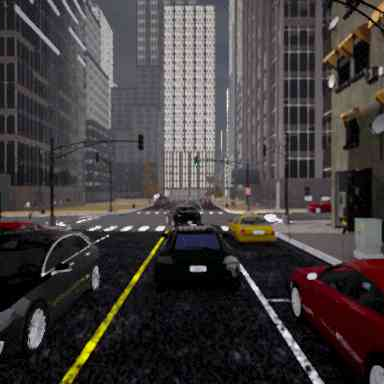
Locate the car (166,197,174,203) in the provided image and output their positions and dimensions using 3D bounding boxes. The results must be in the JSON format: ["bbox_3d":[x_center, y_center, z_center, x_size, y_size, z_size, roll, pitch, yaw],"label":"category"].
[{"bbox_3d":[-5.649,2.032,86.876,1.887,1.381,4.507,-1,0,0],"label":"car"}]

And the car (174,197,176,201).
[{"bbox_3d":[-5.653,1.980,81.147,1.752,1.417,4.829,-1,0,0],"label":"car"}]

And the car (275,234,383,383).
[{"bbox_3d":[2.685,1.570,4.501,1.887,1.381,4.507,-1,0,0],"label":"car"}]

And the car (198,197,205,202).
[{"bbox_3d":[2.735,2.101,92.430,1.802,1.307,4.206,-1,0,0],"label":"car"}]

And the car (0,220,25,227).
[{"bbox_3d":[-5.693,1.601,10.043,1.887,1.381,4.507,-1,0,0],"label":"car"}]

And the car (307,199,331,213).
[{"bbox_3d":[14.271,1.451,34.667,4.507,1.381,1.887,-1,1,0],"label":"car"}]

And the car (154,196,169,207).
[{"bbox_3d":[-5.665,1.874,59.079,1.887,1.381,4.507,-1,0,0],"label":"car"}]

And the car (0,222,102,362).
[{"bbox_3d":[-3.080,1.539,6.156,1.837,1.490,4.892,0,0,0],"label":"car"}]

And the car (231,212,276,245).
[{"bbox_3d":[2.690,1.612,15.718,1.752,1.417,4.829,-1,0,0],"label":"car"}]

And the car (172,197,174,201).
[{"bbox_3d":[-5.661,1.708,70.200,2.192,1.841,5.009,-1,0,0],"label":"car"}]

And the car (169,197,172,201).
[{"bbox_3d":[-5.664,1.676,64.640,2.192,1.841,5.009,-1,0,0],"label":"car"}]

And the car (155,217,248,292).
[{"bbox_3d":[0.109,1.615,9.086,1.994,1.385,4.181,0,0,-1],"label":"car"}]

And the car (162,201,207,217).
[{"bbox_3d":[-0.644,1.632,22.965,1.837,1.490,4.892,1,0,-12],"label":"car"}]

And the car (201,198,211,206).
[{"bbox_3d":[2.718,1.887,64.803,1.752,1.417,4.829,-1,0,0],"label":"car"}]

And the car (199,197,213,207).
[{"bbox_3d":[2.714,1.769,59.074,1.967,1.590,4.097,-1,0,0],"label":"car"}]
